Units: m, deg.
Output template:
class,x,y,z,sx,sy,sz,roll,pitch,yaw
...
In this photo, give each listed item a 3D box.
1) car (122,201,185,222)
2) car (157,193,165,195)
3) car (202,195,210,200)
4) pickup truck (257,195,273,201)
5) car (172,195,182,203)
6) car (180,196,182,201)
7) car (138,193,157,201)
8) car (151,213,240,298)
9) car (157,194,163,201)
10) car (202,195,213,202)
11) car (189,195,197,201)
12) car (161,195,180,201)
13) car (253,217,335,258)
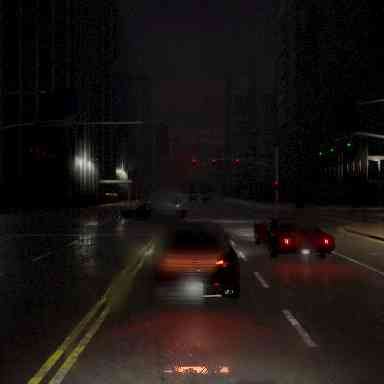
class,x,y,z,sx,sy,sz,roll,pitch,yaw
car,-2.800,1.601,25.463,4.718,1.301,1.895,0,0,1
car,-6.786,1.225,70.537,2.150,2.045,5.566,0,0,0
car,3.776,1.552,90.510,1.994,1.385,4.181,0,0,0
pickup truck,16.851,1.059,75.811,2.390,2.098,6.274,0,0,31
car,-3.277,1.478,73.361,1.882,1.535,5.008,0,0,0
car,-3.361,1.601,63.240,1.895,1.301,4.718,0,0,1
car,-6.939,1.352,49.977,2.097,1.767,4.553,0,0,0
car,0.084,1.505,8.502,1.837,1.490,4.892,0,0,1
car,-6.889,1.505,60.130,1.837,1.490,4.892,0,0,1
car,3.732,1.478,76.239,1.882,1.535,5.008,0,0,0
car,0.243,1.487,80.031,1.837,1.490,4.892,0,0,0
car,-3.417,1.564,53.951,1.994,1.385,4.181,0,0,0
car,3.619,1.601,12.758,1.895,1.301,4.718,0,0,0
